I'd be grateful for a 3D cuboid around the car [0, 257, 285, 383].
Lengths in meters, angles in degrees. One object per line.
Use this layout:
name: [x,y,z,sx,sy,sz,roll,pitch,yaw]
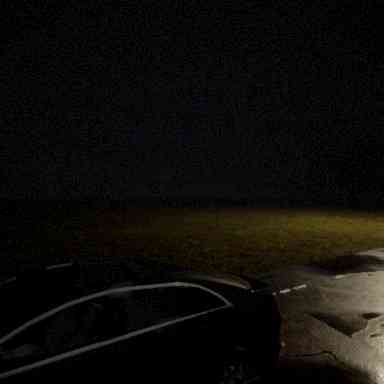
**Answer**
car: [-1.216,1.492,3.139,4.902,1.511,2.128,0,0,-36]
